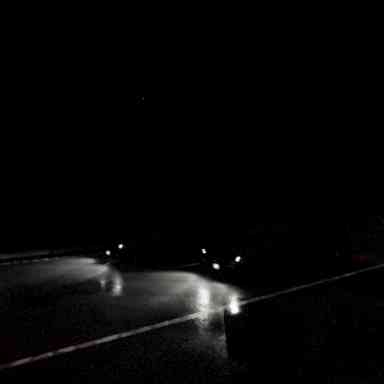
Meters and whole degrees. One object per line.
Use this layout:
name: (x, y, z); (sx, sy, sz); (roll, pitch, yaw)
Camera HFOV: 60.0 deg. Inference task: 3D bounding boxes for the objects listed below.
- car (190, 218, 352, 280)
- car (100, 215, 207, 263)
car: (2.799, 1.568, 10.278); (5.357, 1.411, 2.033); (0, 0, -36)
car: (-0.517, 1.567, 12.201); (5.357, 1.411, 2.033); (0, 0, -35)
